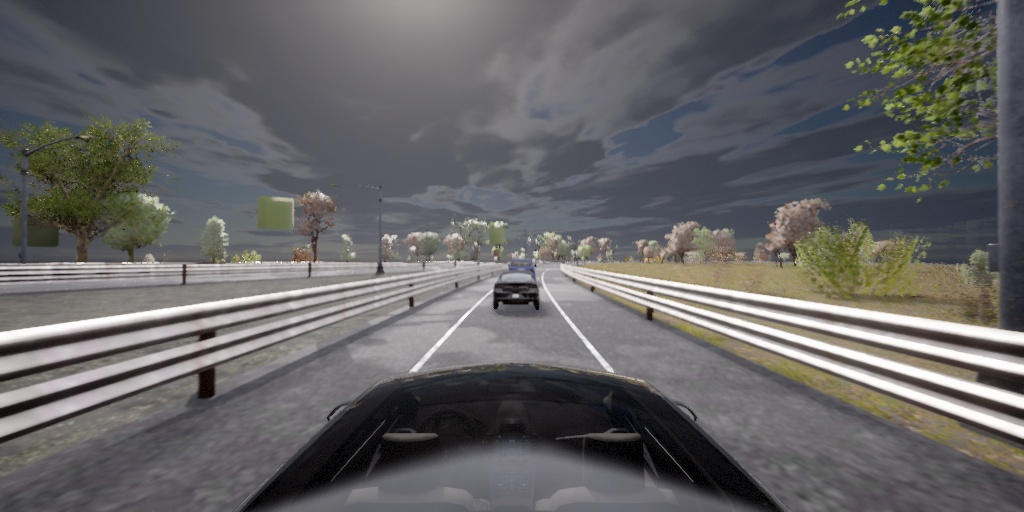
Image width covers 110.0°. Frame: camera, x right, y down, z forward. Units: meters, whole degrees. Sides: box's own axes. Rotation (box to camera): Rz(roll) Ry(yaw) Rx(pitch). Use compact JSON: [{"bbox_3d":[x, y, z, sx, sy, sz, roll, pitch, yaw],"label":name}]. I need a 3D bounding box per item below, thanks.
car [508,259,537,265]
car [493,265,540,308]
[{"bbox_3d":[0.835,1.256,29.300,2.150,2.045,5.566,0,0,4],"label":"car"},{"bbox_3d":[0.246,1.374,16.040,1.882,1.535,5.008,0,0,2],"label":"car"}]
